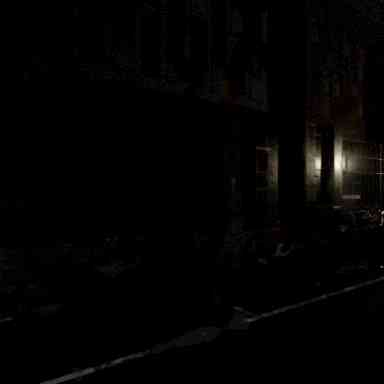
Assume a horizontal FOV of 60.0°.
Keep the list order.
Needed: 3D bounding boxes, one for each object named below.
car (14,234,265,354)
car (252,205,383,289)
[{"bbox_3d":[-0.853,1.579,6.043,4.206,1.307,1.802,0,0,-36],"label":"car"},{"bbox_3d":[3.707,1.307,9.297,5.009,1.841,2.192,0,0,-36],"label":"car"}]
